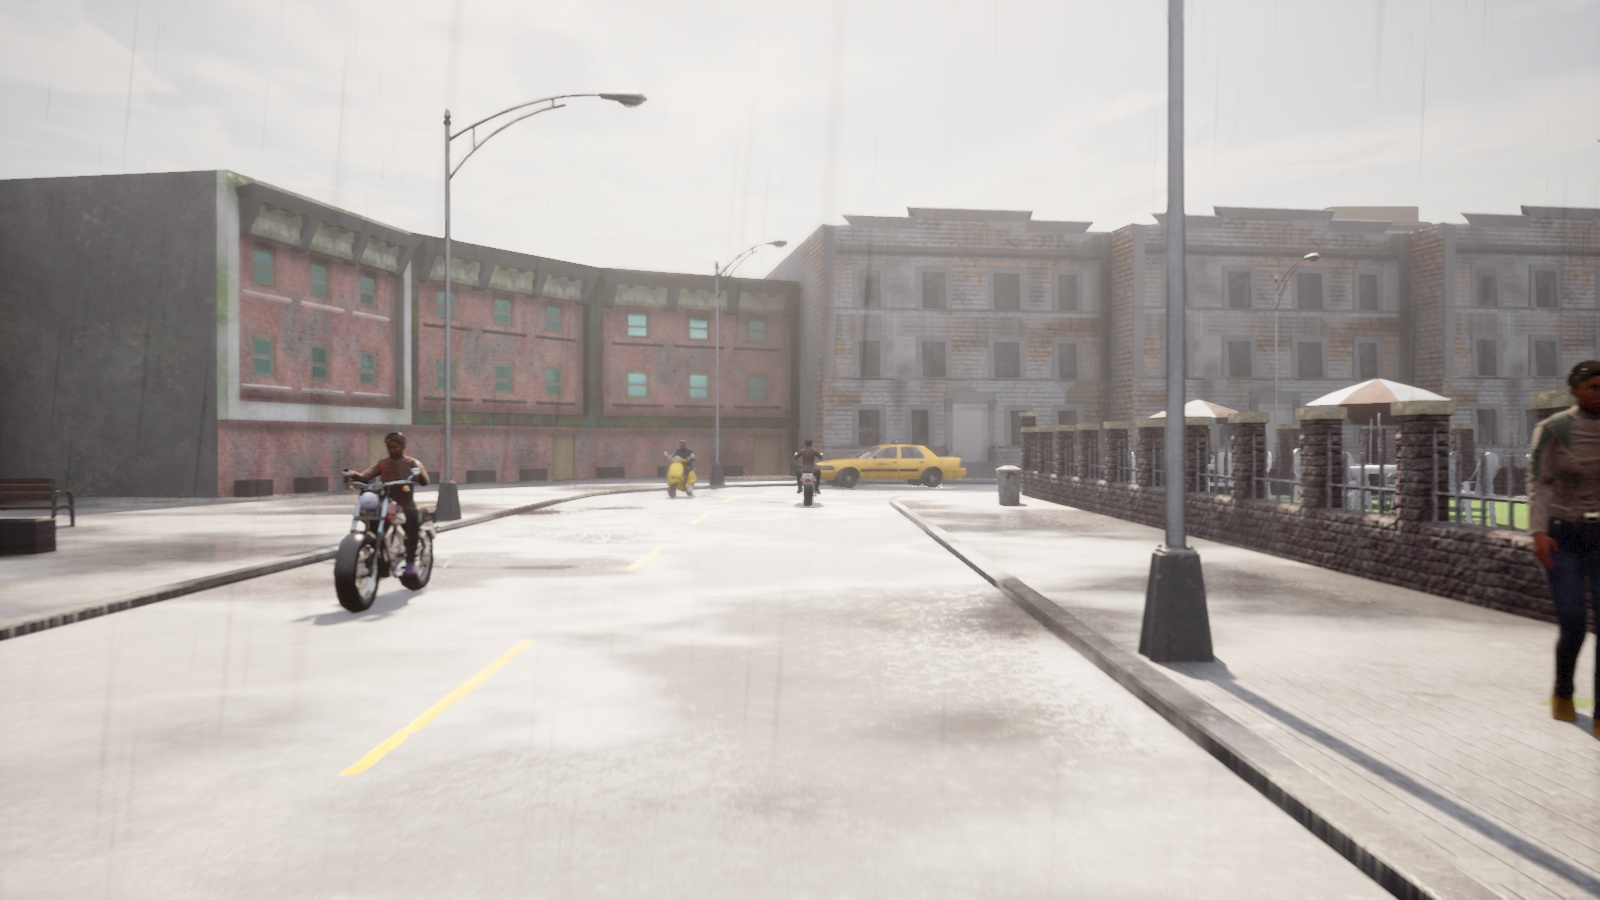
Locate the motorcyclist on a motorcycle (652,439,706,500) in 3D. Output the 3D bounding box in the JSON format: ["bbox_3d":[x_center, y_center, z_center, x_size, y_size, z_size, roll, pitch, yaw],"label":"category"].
[{"bbox_3d":[-3.277,0.506,34.310,0.866,1.590,1.817,2,1,14],"label":"motorcyclist on a motorcycle"}]

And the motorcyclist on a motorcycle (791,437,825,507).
[{"bbox_3d":[0.216,0.523,30.856,0.766,1.649,2.350,0,0,1],"label":"motorcyclist on a motorcycle"}]

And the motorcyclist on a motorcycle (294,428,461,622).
[{"bbox_3d":[-3.915,0.627,11.863,0.766,1.649,2.350,0,0,0],"label":"motorcyclist on a motorcycle"}]

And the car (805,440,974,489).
[{"bbox_3d":[2.993,0.452,42.179,5.366,1.575,1.801,0,1,-15],"label":"car"}]

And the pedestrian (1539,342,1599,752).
[{"bbox_3d":[3.778,0.426,5.897,0.328,1.805,0.869,0,0,17],"label":"pedestrian"}]
